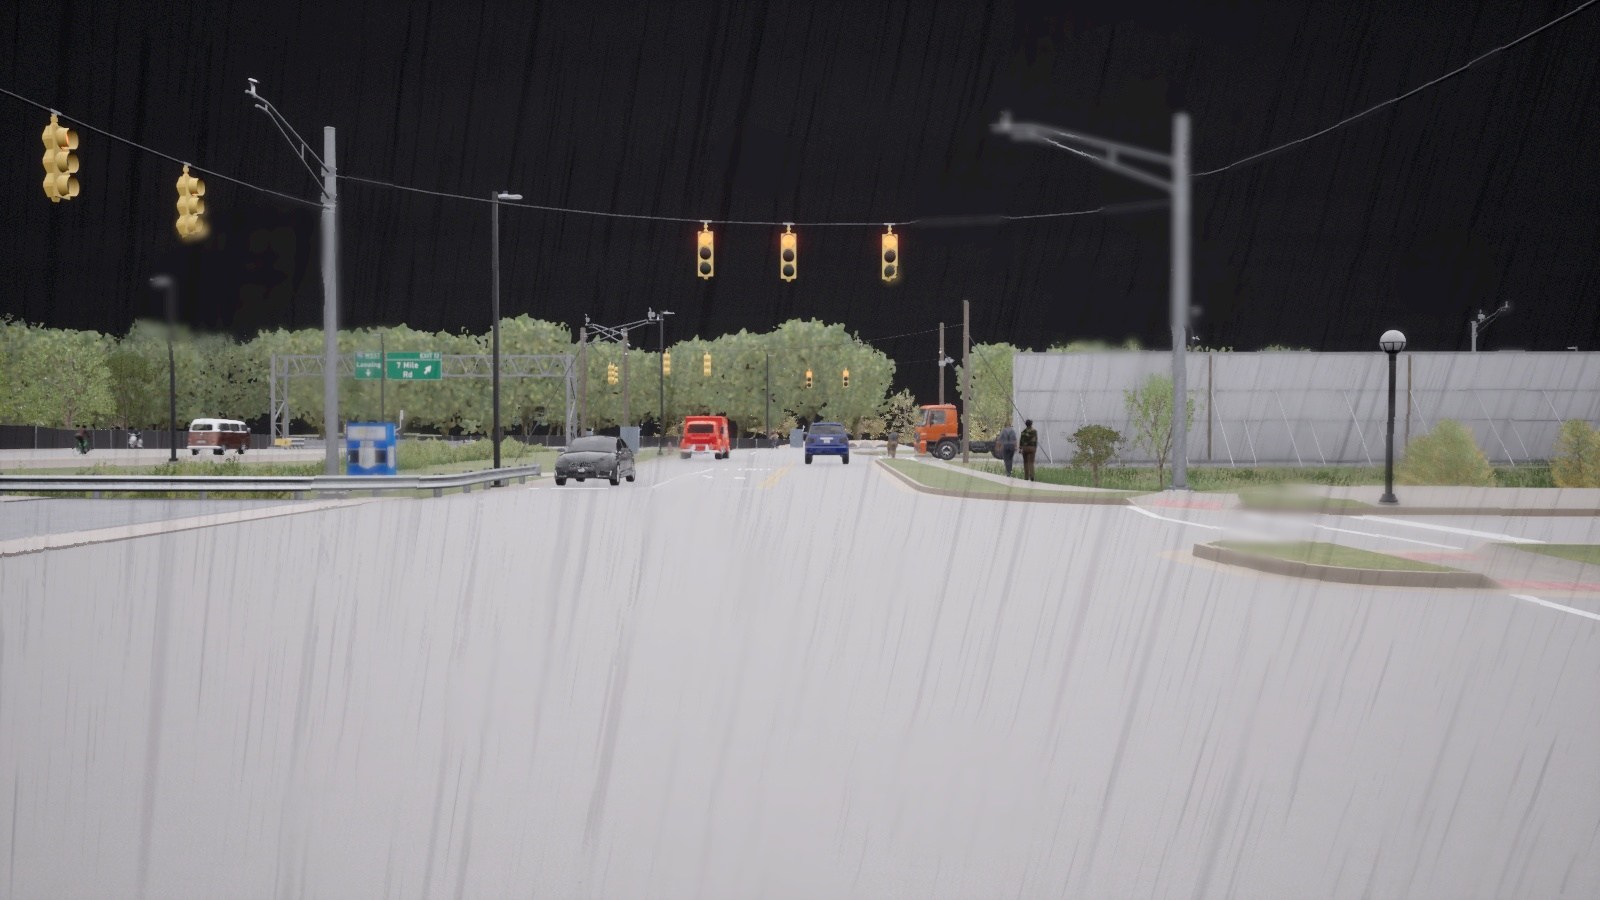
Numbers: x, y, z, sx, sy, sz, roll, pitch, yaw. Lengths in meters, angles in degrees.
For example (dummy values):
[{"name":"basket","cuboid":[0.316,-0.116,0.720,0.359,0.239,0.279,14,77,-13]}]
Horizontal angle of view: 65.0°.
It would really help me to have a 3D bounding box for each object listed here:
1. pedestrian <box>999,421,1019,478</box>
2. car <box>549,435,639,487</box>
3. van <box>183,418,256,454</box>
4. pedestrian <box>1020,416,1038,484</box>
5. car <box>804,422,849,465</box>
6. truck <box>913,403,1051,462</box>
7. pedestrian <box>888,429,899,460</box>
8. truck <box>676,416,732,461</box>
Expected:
[{"name":"pedestrian","cuboid":[6.763,-0.027,40.710,0.540,1.848,0.694,0,2,1]},{"name":"car","cuboid":[-6.251,0.292,38.694,1.837,1.490,4.892,0,1,2]},{"name":"van","cuboid":[-33.184,-0.784,71.945,2.069,2.038,4.480,0,0,1]},{"name":"pedestrian","cuboid":[6.603,-0.012,36.282,0.395,1.930,0.692,0,2,1]},{"name":"car","cuboid":[1.360,-0.350,62.966,2.150,2.045,5.566,0,1,2]},{"name":"truck","cuboid":[11.122,-1.089,77.374,7.936,3.462,2.891,1,2,-4]},{"name":"pedestrian","cuboid":[5.603,-0.347,75.375,0.540,1.848,0.694,0,2,-2]},{"name":"truck","cuboid":[-5.407,-0.696,71.420,2.627,2.467,5.204,0,1,2]}]
